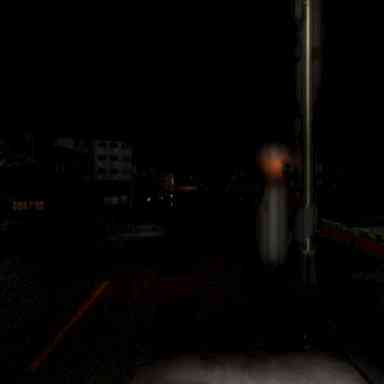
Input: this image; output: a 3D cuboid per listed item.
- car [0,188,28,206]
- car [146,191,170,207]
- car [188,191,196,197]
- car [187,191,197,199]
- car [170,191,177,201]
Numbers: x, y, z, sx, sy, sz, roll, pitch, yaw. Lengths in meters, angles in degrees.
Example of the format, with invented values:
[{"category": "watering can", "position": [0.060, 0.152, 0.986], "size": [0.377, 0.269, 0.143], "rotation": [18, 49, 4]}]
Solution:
[{"category": "car", "position": [-19.756, 0.490, 35.772], "size": [1.905, 1.878, 3.866], "rotation": [1, 1, 35]}, {"category": "car", "position": [-4.091, 0.808, 39.310], "size": [2.097, 1.767, 4.553], "rotation": [0, 1, 0]}, {"category": "car", "position": [0.004, 0.512, 77.596], "size": [1.895, 1.301, 4.718], "rotation": [0, 1, 0]}, {"category": "car", "position": [0.004, 0.622, 67.001], "size": [2.033, 1.411, 5.357], "rotation": [0, 1, 0]}, {"category": "car", "position": [-4.067, 0.587, 55.296], "size": [2.097, 1.767, 4.553], "rotation": [0, 1, 0]}]
